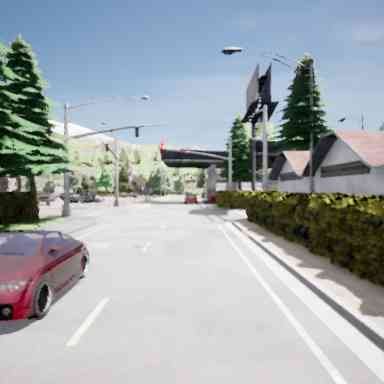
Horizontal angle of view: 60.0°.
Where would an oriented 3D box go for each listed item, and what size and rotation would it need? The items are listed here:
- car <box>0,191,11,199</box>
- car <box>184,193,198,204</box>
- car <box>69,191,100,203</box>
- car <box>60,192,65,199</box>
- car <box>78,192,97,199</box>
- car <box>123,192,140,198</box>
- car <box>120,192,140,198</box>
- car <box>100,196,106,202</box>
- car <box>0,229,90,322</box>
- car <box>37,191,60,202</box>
[{"bbox_3d":[-42.790,0.668,73.562,4.605,1.855,1.932,0,0,-1],"label":"car"},{"bbox_3d":[-0.161,1.005,54.383,2.097,1.767,4.553,0,0,0],"label":"car"},{"bbox_3d":[-16.929,0.763,51.668,3.866,1.878,1.905,0,0,-1],"label":"car"},{"bbox_3d":[-24.226,0.891,67.347,4.514,1.523,2.007,0,0,-1],"label":"car"},{"bbox_3d":[-24.273,0.849,77.340,3.633,1.501,1.845,0,0,-1],"label":"car"},{"bbox_3d":[-16.786,0.766,92.390,4.514,1.523,2.007,0,0,-1],"label":"car"},{"bbox_3d":[-16.706,0.777,89.254,5.027,1.636,2.152,0,0,-1],"label":"car"},{"bbox_3d":[-16.347,1.025,54.999,3.806,1.475,1.970,0,0,-1],"label":"car"},{"bbox_3d":[-3.621,1.522,7.078,1.994,1.385,4.181,0,0,-1],"label":"car"},{"bbox_3d":[-24.826,0.770,54.884,4.605,1.855,1.932,0,0,-1],"label":"car"}]
